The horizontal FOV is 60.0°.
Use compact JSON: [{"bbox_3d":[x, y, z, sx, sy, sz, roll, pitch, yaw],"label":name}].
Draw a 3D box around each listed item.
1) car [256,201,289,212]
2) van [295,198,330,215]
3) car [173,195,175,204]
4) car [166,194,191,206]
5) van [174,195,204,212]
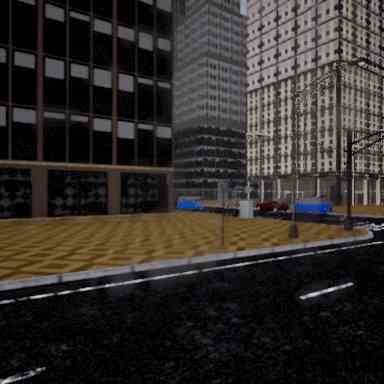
[{"bbox_3d":[9.937,1.719,41.272,1.887,1.381,4.507,0,0,-34],"label":"car"},{"bbox_3d":[13.116,1.540,36.735,1.690,1.788,3.998,0,0,-34],"label":"van"},{"bbox_3d":[-4.151,1.621,57.260,2.033,1.411,5.357,0,0,-34],"label":"car"},{"bbox_3d":[-2.489,1.391,59.612,2.192,1.841,5.009,0,0,-34],"label":"car"},{"bbox_3d":[-0.123,1.469,41.151,1.690,1.788,3.998,0,0,-34],"label":"van"}]
